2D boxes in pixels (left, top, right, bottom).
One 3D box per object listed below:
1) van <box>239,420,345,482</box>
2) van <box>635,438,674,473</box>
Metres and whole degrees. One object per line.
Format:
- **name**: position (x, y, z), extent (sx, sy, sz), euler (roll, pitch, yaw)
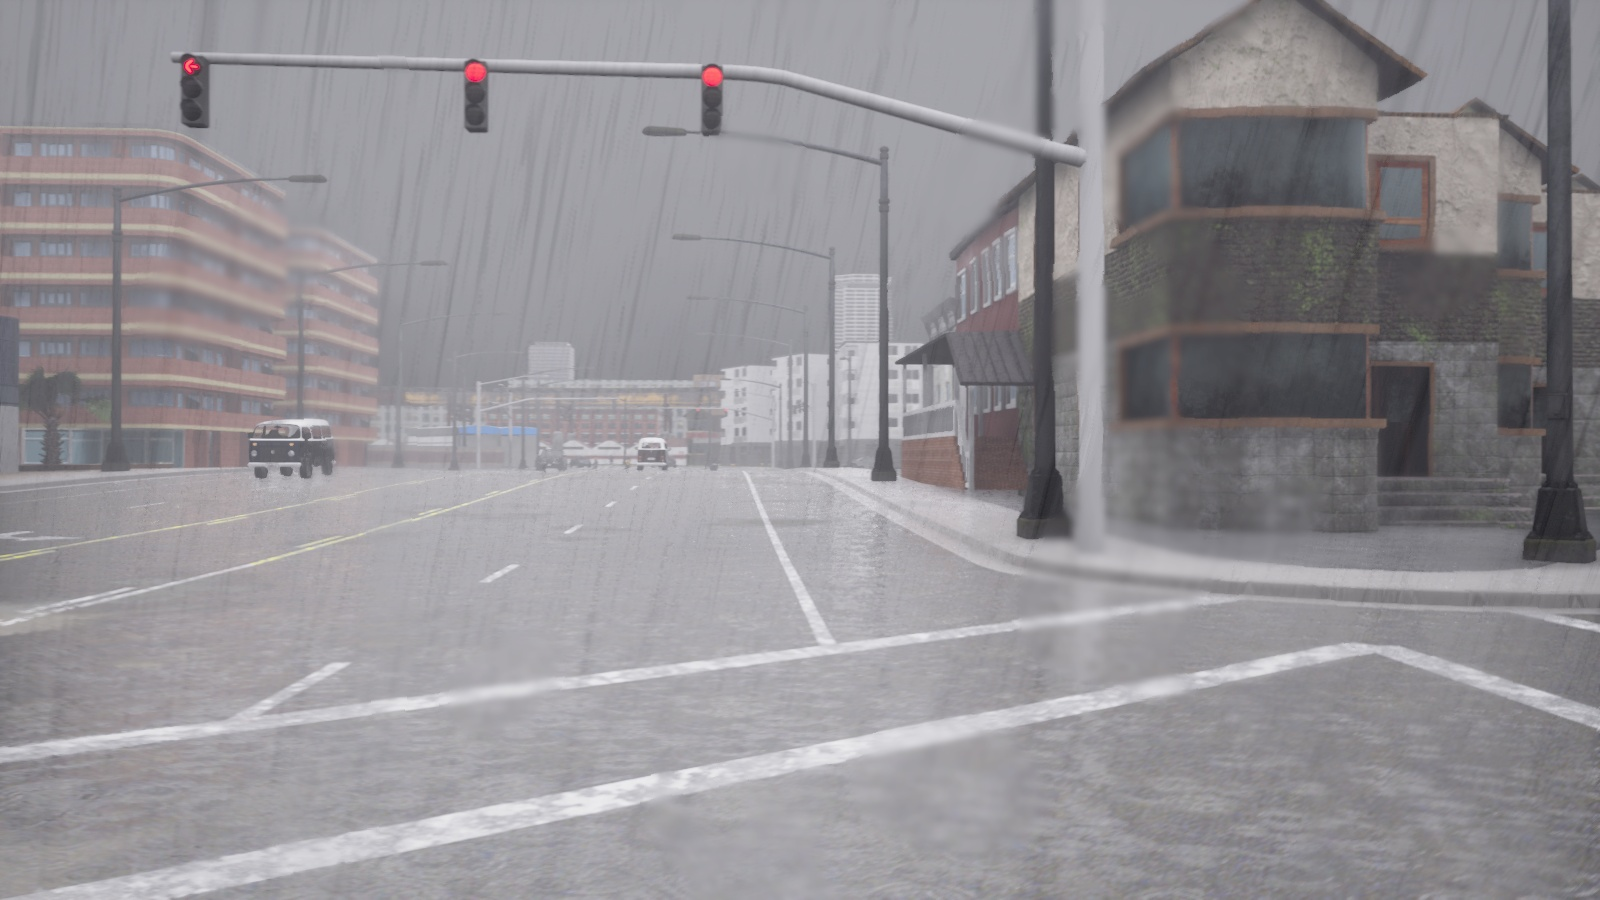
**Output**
- **van**: position (-17.517, 0.018, 43.584), extent (2.069, 2.038, 4.480), euler (0, 1, -3)
- **van**: position (-8.907, 0.359, 77.160), extent (2.069, 2.038, 4.480), euler (0, -1, -3)
